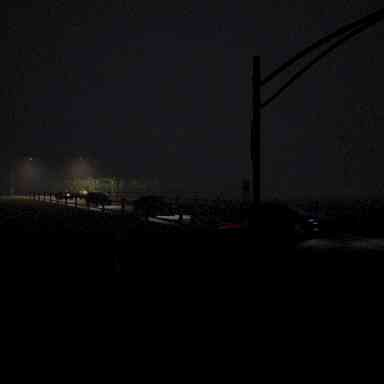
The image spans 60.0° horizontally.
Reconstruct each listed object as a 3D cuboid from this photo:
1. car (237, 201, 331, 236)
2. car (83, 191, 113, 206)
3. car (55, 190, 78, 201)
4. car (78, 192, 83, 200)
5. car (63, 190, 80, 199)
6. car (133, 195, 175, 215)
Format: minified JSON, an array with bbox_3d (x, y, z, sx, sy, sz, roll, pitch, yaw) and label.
[{"bbox_3d":[4.639,1.275,17.406,1.882,1.535,5.008,0,1,-43],"label":"car"},{"bbox_3d":[-10.851,0.841,38.796,1.812,1.442,4.674,0,1,-35],"label":"car"},{"bbox_3d":[-20.156,0.580,52.328,2.033,1.411,5.357,0,1,-35],"label":"car"},{"bbox_3d":[-16.653,0.603,53.599,2.033,1.411,5.357,0,1,-35],"label":"car"},{"bbox_3d":[-22.519,0.355,62.029,1.882,1.535,5.008,0,1,-35],"label":"car"},{"bbox_3d":[-3.279,1.061,27.892,1.837,1.490,4.892,0,1,-35],"label":"car"}]
